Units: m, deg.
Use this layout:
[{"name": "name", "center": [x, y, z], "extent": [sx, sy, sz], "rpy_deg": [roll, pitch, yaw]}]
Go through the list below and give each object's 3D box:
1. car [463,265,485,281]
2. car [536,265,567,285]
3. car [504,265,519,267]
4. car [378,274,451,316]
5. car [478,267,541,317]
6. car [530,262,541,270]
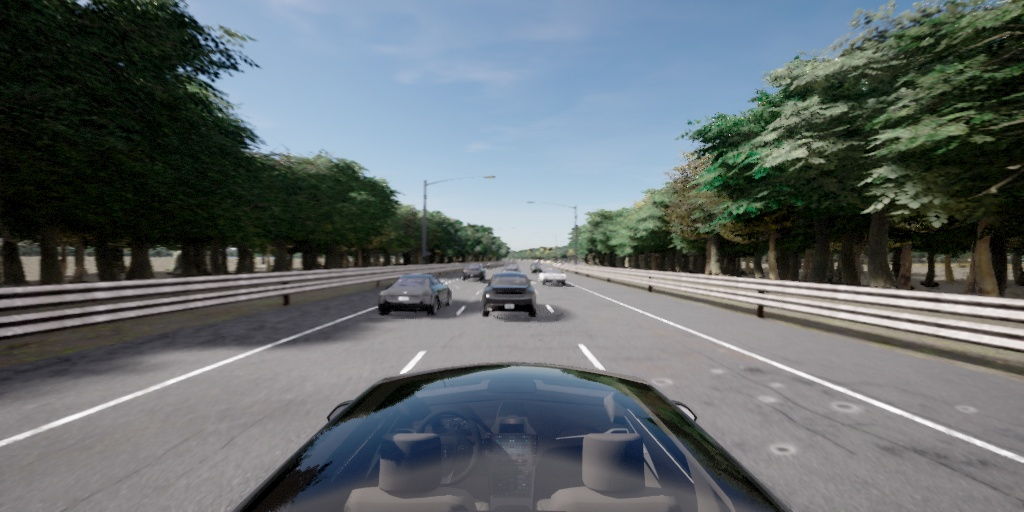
[{"name": "car", "center": [-3.547, 1.572, 34.467], "extent": [2.128, 1.511, 4.902], "rpy_deg": [1, -1, 1]}, {"name": "car", "center": [3.301, 1.696, 29.899], "extent": [1.895, 1.301, 4.718], "rpy_deg": [1, -1, 0]}, {"name": "car", "center": [-0.041, 1.615, 34.853], "extent": [2.128, 1.511, 4.902], "rpy_deg": [1, -1, 1]}, {"name": "car", "center": [-3.594, 1.396, 13.874], "extent": [1.994, 1.385, 4.181], "rpy_deg": [1, -1, 0]}, {"name": "car", "center": [-0.096, 1.375, 13.881], "extent": [1.837, 1.490, 4.892], "rpy_deg": [1, 0, 0]}, {"name": "car", "center": [3.782, 2.005, 53.767], "extent": [1.895, 1.301, 4.718], "rpy_deg": [1, -1, 2]}]
